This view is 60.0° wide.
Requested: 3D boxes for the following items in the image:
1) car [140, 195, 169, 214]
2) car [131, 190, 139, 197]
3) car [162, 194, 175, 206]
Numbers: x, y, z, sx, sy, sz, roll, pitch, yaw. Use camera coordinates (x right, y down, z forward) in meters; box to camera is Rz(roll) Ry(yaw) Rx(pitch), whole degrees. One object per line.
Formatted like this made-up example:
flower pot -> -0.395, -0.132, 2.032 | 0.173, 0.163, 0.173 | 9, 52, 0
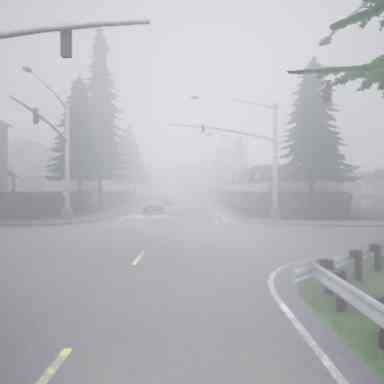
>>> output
car -> -3.557, 1.287, 31.753 | 1.812, 1.442, 4.674 | 0, 1, 1
car -> -16.682, 0.421, 87.264 | 3.866, 1.878, 1.905 | 0, 0, 0
car -> -3.526, 1.007, 45.757 | 2.097, 1.767, 4.553 | 0, 1, 0
